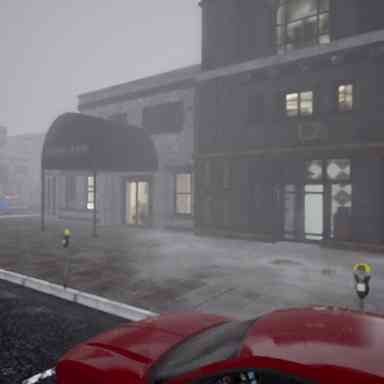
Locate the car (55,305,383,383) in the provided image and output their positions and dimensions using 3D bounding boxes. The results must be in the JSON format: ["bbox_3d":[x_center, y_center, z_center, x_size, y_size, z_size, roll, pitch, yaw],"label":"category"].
[{"bbox_3d":[0.841,1.543,2.267,4.507,1.381,1.887,0,1,36],"label":"car"}]

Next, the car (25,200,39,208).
[{"bbox_3d":[-20.118,1.415,45.231,1.752,1.417,4.829,1,0,35],"label":"car"}]

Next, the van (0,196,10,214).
[{"bbox_3d":[-19.519,1.290,31.501,1.690,1.788,3.998,1,0,35],"label":"van"}]
